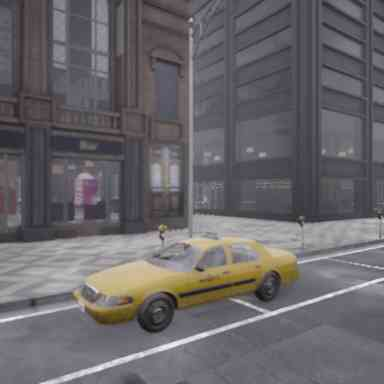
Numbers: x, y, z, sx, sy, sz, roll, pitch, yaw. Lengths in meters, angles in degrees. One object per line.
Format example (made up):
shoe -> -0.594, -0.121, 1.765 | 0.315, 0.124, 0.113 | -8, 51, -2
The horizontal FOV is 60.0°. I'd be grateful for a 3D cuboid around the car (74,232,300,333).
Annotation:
car -> 0.178, 1.529, 6.775 | 4.829, 1.417, 1.752 | 0, 0, -36
